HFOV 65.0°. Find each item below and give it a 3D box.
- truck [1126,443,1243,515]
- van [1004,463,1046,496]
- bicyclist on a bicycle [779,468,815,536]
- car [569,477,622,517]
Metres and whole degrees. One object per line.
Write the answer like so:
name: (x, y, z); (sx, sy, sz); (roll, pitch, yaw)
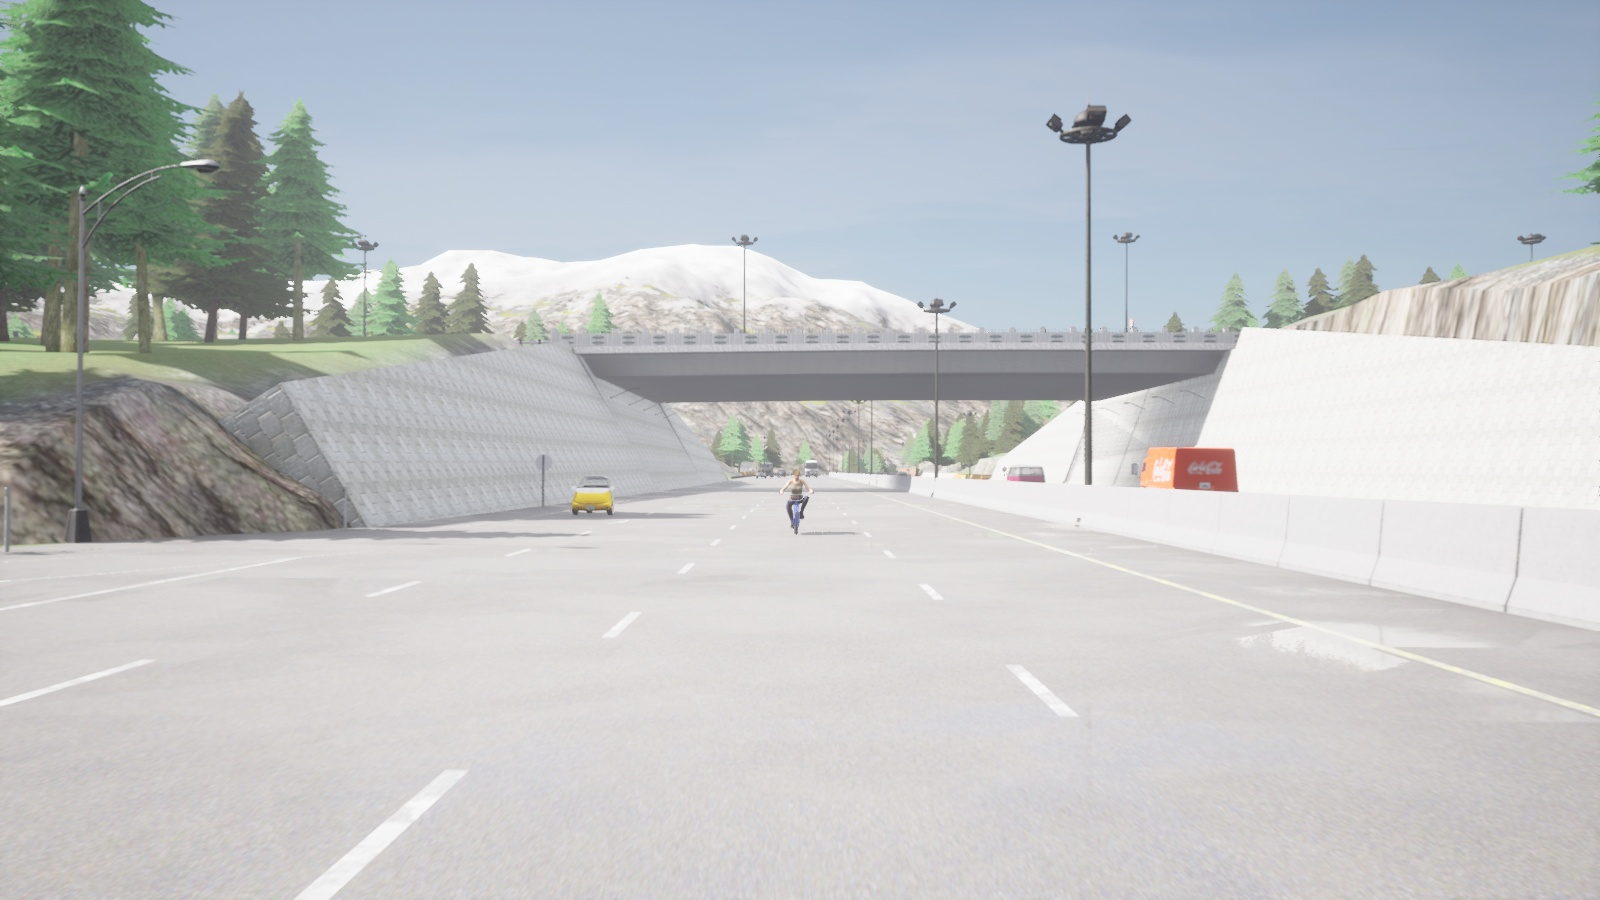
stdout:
truck: (13.889, 1.037, 45.768); (2.627, 2.467, 5.204); (0, -1, 0)
van: (13.812, 1.796, 77.232); (1.775, 1.987, 4.442); (0, -1, 0)
bicyclist on a bicycle: (-0.076, 1.264, 30.797); (0.866, 1.612, 1.509); (0, -1, 0)
car: (-7.107, 1.624, 43.709); (1.481, 1.376, 2.207); (0, -2, 0)
